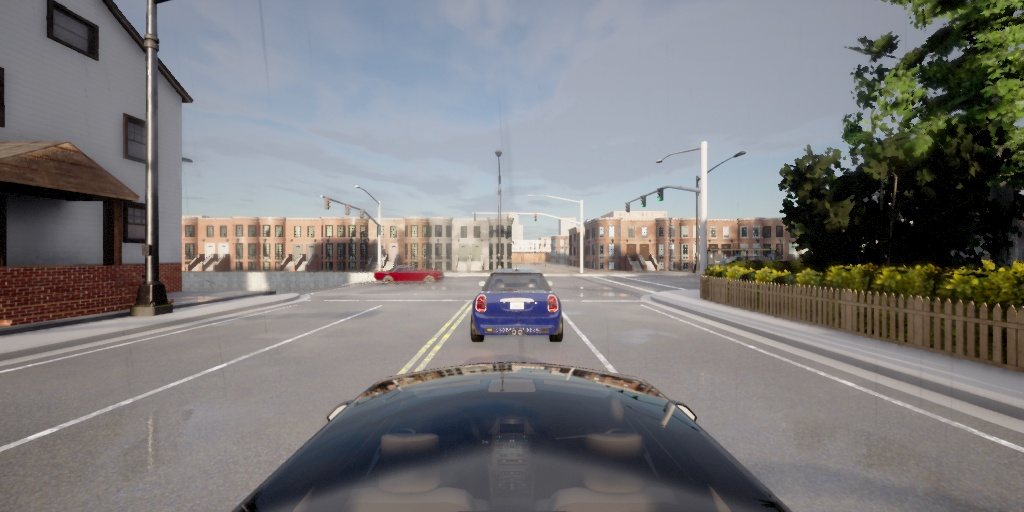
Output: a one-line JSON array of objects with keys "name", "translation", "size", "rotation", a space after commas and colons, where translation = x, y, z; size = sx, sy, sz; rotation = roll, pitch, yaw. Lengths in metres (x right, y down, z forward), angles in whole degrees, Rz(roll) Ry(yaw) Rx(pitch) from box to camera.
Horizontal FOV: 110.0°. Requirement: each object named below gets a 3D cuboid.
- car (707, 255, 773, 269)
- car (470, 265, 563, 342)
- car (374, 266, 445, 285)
[{"name": "car", "translation": [18.735, 0.971, 29.643], "size": [5.566, 2.045, 2.150], "rotation": [0, 0, 0]}, {"name": "car", "translation": [0.109, 1.102, 9.928], "size": [2.097, 1.767, 4.553], "rotation": [0, 0, 0]}, {"name": "car", "translation": [-7.298, 1.350, 25.864], "size": [4.718, 1.301, 1.895], "rotation": [0, 0, 0]}]
